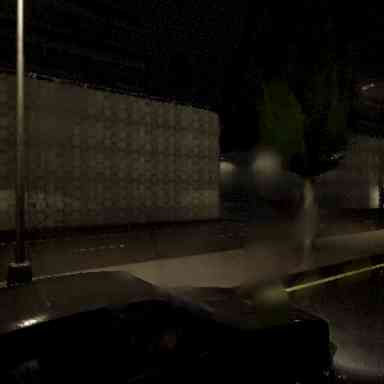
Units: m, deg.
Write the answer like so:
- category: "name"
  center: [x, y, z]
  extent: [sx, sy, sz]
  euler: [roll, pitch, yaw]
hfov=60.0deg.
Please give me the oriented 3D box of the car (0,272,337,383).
- category: "car"
  center: [-0.914, 1.547, 3.094]
  extent: [5.357, 1.411, 2.033]
  euler: [0, 0, -35]
